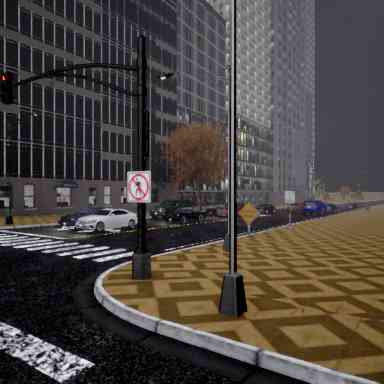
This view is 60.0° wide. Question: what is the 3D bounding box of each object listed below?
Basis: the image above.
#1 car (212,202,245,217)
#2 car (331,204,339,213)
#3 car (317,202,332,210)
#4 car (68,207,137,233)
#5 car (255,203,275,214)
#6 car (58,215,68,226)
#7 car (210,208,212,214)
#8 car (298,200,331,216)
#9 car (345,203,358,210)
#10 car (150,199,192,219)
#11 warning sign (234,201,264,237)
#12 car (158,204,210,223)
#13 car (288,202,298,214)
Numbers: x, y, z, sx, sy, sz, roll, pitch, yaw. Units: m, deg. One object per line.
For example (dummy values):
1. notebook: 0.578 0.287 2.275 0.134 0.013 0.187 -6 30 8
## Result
1. car: 4.682 1.992 38.291 2.097 1.767 4.553 0 -1 33
2. car: 21.979 2.558 52.921 1.812 1.442 4.674 0 -1 33
3. car: 25.668 2.758 64.439 1.812 1.442 4.674 0 -1 33
4. car: -5.588 1.827 22.437 1.812 1.442 4.674 0 -1 33
5. car: 10.187 2.325 46.757 1.837 1.490 4.892 0 -1 33
6. car: -7.464 1.873 25.489 2.033 1.411 5.357 0 -1 33
7. car: 3.515 2.289 42.470 1.895 1.301 4.718 0 -1 33
8. car: 16.225 2.065 43.951 2.150 2.045 5.566 0 -1 35
9. car: 31.569 2.837 65.674 1.812 1.442 4.674 0 -1 33
10. car: -1.935 1.730 34.046 2.150 2.045 5.566 0 -1 33
11. warning sign: 3.177 1.454 18.525 1.300 1.860 1.060 1 1 33
12. car: -0.634 2.066 30.075 1.895 1.301 4.718 0 -1 33
13. car: 15.743 2.265 49.073 2.097 1.767 4.553 0 -1 33
